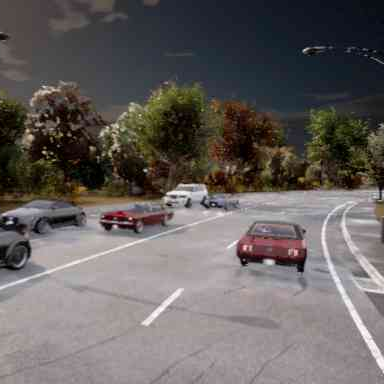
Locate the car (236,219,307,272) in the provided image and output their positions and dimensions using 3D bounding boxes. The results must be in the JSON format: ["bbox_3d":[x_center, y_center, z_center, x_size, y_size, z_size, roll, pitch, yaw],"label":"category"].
[{"bbox_3d":[2.787,1.569,11.050,1.895,1.301,4.718,3,2,18],"label":"car"}]

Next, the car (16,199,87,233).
[{"bbox_3d":[-6.781,1.035,15.441,1.994,1.385,4.181,3,2,18],"label":"car"}]

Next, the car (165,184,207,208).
[{"bbox_3d":[-0.409,0.284,30.869,2.150,2.045,5.566,3,3,26],"label":"car"}]

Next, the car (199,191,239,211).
[{"bbox_3d":[2.643,0.785,29.124,1.994,1.385,4.181,3,3,26],"label":"car"}]

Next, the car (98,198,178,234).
[{"bbox_3d":[-2.644,1.190,16.844,1.895,1.301,4.718,3,2,20],"label":"car"}]

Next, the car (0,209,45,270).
[{"bbox_3d":[-5.608,1.244,7.302,1.994,1.385,4.181,3,1,16],"label":"car"}]
